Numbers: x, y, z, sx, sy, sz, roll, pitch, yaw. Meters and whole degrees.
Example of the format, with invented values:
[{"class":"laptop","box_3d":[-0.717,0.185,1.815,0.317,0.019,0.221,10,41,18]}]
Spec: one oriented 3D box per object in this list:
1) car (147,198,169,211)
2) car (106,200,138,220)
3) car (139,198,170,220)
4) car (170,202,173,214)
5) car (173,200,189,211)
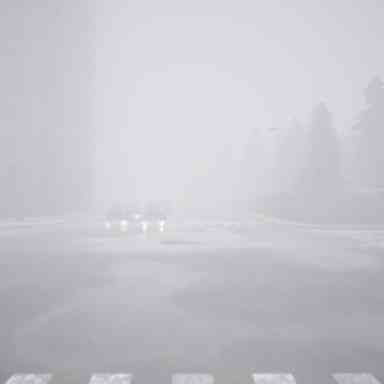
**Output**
[{"class":"car","box_3d":[-5.545,1.930,53.188,2.150,2.045,5.566,0,-1,-20]},{"class":"car","box_3d":[-7.109,1.795,33.193,2.097,1.767,4.553,0,-1,0]},{"class":"car","box_3d":[-3.608,1.793,33.064,2.097,1.767,4.553,0,-1,-1]},{"class":"car","box_3d":[-3.800,1.789,42.629,2.150,2.045,5.566,0,-1,-3]},{"class":"car","box_3d":[-1.955,2.067,53.703,2.097,1.767,4.553,0,-1,-17]}]
